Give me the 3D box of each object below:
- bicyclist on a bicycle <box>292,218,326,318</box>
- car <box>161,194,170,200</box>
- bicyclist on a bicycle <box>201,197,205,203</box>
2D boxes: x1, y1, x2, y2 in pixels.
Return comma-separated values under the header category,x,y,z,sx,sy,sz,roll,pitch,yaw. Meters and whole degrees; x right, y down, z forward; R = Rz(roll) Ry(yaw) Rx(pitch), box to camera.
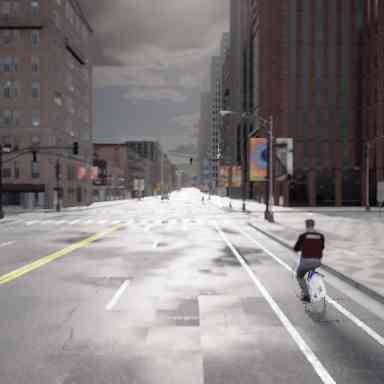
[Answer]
category,x,y,z,sx,sy,sz,roll,pitch,yaw
bicyclist on a bicycle,2.251,1.378,6.545,0.659,1.776,1.843,0,0,0
car,-6.492,1.277,81.059,1.837,1.490,4.892,0,0,0
bicyclist on a bicycle,2.331,1.579,70.571,0.866,1.612,1.509,0,0,-1
